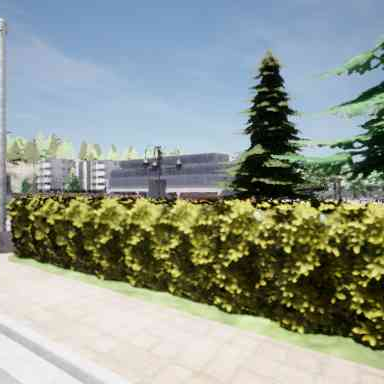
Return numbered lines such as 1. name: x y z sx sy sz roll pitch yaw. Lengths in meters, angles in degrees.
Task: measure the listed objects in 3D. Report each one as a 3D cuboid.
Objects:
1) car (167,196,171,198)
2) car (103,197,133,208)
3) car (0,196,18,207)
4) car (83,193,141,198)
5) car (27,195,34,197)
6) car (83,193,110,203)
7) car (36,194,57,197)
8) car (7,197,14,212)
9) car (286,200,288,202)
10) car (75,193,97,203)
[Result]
1. car: -3.774 1.457 52.361 1.845 1.501 3.633 0 0 38
2. car: -10.703 1.451 48.371 1.970 1.475 3.806 0 0 38
3. car: -26.925 1.362 47.144 1.845 1.501 3.633 0 0 38
4. car: -6.242 1.258 26.457 2.150 2.045 5.566 0 0 38
5. car: -36.137 1.311 77.050 1.970 1.475 3.806 0 0 38
6. car: -18.296 1.180 63.957 1.932 1.855 4.605 0 0 38
7. car: -30.892 1.234 73.338 2.152 1.636 5.027 0 0 38
8. car: -19.859 1.366 31.891 2.007 1.523 4.514 0 0 38
9. car: 10.667 1.304 42.336 2.150 2.045 5.566 0 -1 37
10. car: -20.835 1.158 65.429 1.905 1.878 3.866 0 0 38
